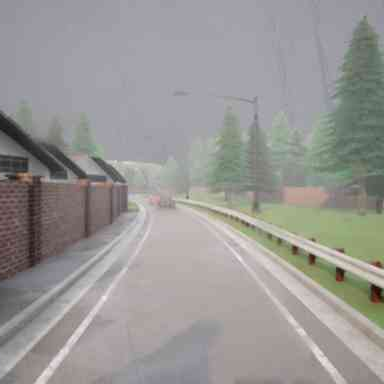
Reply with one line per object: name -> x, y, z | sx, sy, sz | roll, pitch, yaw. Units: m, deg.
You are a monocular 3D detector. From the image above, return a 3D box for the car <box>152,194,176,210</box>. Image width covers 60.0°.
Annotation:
car -> -3.006, 1.272, 37.804 | 2.033, 1.411, 5.357 | 0, 0, -11

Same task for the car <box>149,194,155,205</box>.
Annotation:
car -> -4.993, 1.002, 48.145 | 2.097, 1.767, 4.553 | 0, 0, -13
